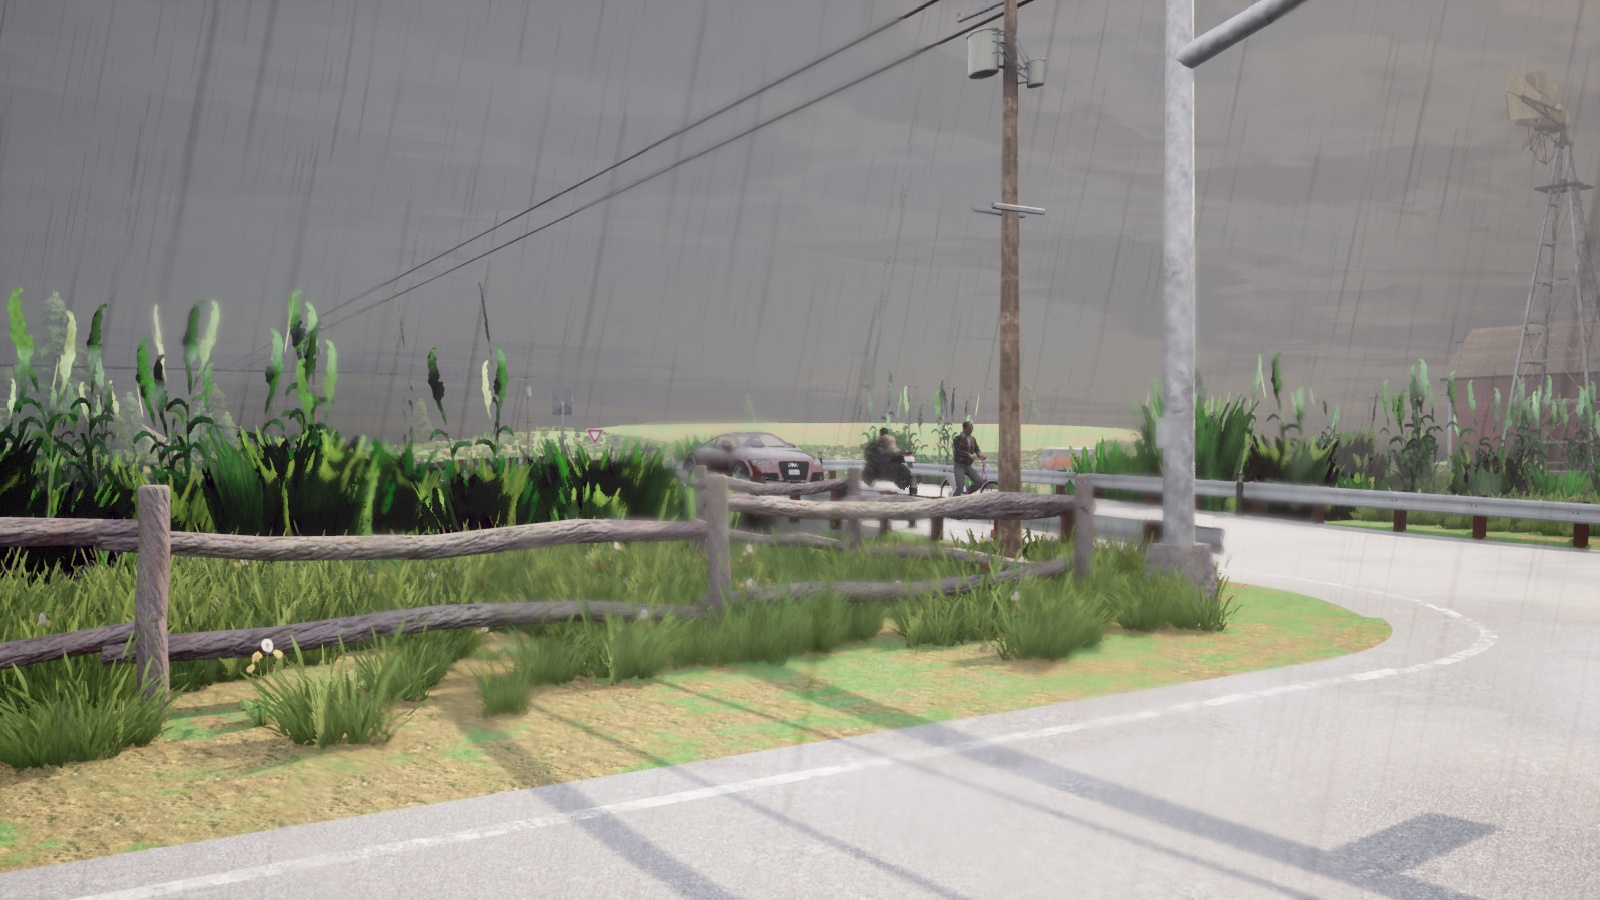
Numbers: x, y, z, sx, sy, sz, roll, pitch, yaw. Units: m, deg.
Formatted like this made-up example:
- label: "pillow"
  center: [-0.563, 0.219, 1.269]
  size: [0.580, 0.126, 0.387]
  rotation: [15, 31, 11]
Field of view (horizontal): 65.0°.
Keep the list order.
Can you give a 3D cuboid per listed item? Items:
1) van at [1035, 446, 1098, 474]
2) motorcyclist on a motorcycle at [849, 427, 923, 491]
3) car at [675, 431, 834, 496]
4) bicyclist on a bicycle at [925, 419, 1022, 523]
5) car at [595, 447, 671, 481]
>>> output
- label: "van"
  center: [19.189, 0.713, 90.375]
  size: [4.442, 1.987, 1.775]
  rotation: [0, 0, -32]
- label: "motorcyclist on a motorcycle"
  center: [2.110, 0.199, 31.115]
  size: [0.797, 1.523, 2.044]
  rotation: [0, 1, -31]
- label: "car"
  center: [-1.154, 0.273, 29.756]
  size: [1.994, 1.385, 4.181]
  rotation: [0, 1, -31]
- label: "bicyclist on a bicycle"
  center: [3.128, 0.348, 22.816]
  size: [0.659, 1.776, 1.843]
  rotation: [0, 2, -32]
- label: "car"
  center: [-9.624, 0.771, 72.358]
  size: [3.866, 1.878, 1.905]
  rotation: [0, 0, -32]
